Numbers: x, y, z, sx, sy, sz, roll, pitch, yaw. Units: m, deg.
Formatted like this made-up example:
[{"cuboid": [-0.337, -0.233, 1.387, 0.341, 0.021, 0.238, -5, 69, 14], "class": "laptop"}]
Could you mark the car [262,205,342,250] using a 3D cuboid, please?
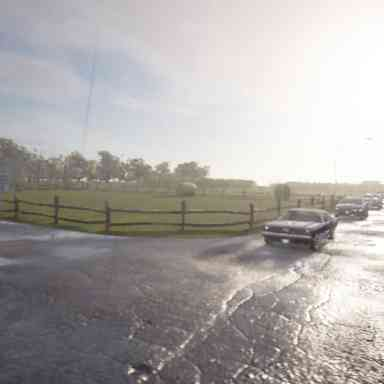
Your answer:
[{"cuboid": [4.457, 1.364, 13.334, 1.895, 1.301, 4.718, 2, 2, 33], "class": "car"}]

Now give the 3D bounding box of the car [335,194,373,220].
[{"cuboid": [11.890, 1.145, 24.603, 1.837, 1.490, 4.892, 2, 1, 33], "class": "car"}]

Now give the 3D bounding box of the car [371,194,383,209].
[{"cuboid": [19.939, 0.999, 36.788, 2.128, 1.511, 4.902, 2, 2, 34], "class": "car"}]
